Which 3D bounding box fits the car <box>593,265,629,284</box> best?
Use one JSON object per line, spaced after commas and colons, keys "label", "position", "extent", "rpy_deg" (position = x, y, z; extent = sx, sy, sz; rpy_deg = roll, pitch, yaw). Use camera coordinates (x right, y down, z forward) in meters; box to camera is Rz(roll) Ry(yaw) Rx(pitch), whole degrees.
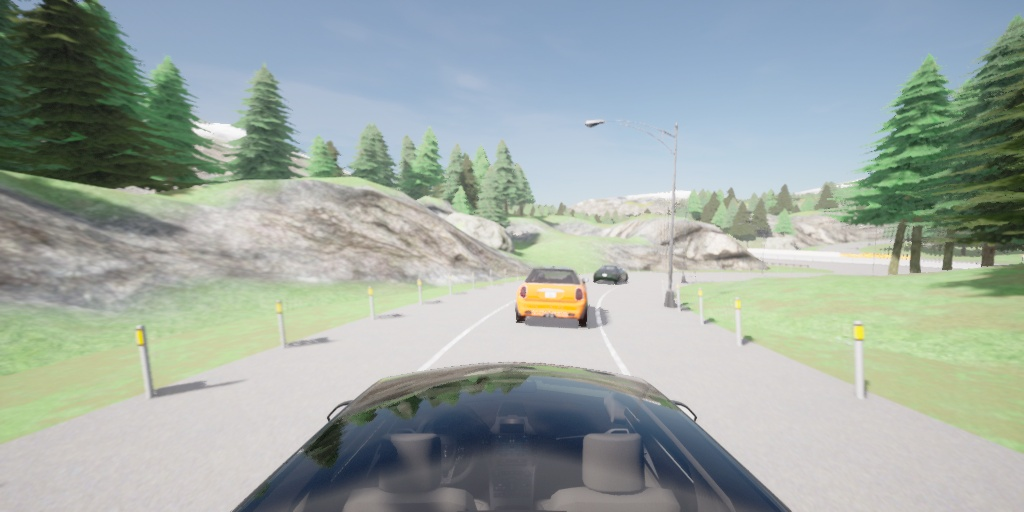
{"label": "car", "position": [8.034, 1.431, 28.885], "extent": [1.994, 1.385, 4.181], "rpy_deg": [3, 1, 30]}

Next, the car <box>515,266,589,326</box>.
{"label": "car", "position": [1.486, 1.101, 12.101], "extent": [2.097, 1.767, 4.553], "rpy_deg": [1, 0, 11]}
